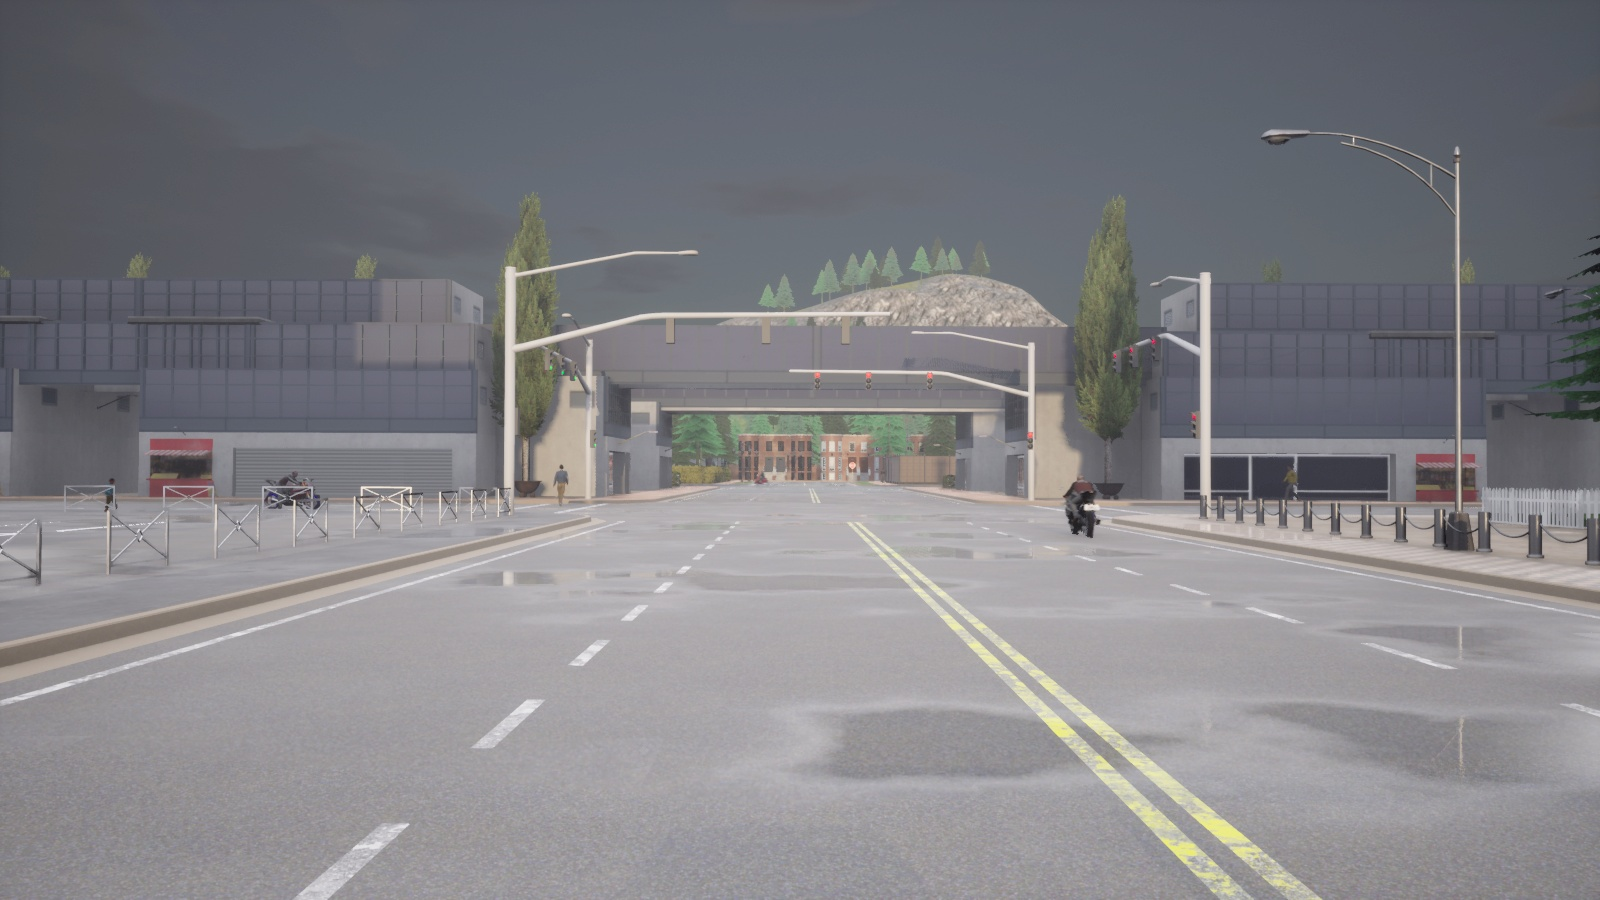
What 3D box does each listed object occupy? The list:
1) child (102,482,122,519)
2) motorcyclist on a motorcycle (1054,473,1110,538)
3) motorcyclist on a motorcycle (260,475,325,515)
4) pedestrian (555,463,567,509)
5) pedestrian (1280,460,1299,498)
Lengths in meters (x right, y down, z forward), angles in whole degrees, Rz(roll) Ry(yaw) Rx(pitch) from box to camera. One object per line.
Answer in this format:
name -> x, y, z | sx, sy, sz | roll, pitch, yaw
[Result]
child -> -22.146, 1.619, 40.419 | 0.448, 1.192, 0.343 | 0, -1, 7
motorcyclist on a motorcycle -> 6.899, 1.339, 30.827 | 0.866, 1.530, 2.191 | 0, -1, 0
motorcyclist on a motorcycle -> -19.648, 1.743, 48.641 | 2.191, 1.530, 0.866 | 0, -1, 1
pedestrian -> -10.167, 1.529, 53.427 | 0.423, 1.949, 0.788 | 0, -1, -7
pedestrian -> 23.624, 1.394, 60.593 | 0.709, 1.840, 0.431 | 0, -1, 0
